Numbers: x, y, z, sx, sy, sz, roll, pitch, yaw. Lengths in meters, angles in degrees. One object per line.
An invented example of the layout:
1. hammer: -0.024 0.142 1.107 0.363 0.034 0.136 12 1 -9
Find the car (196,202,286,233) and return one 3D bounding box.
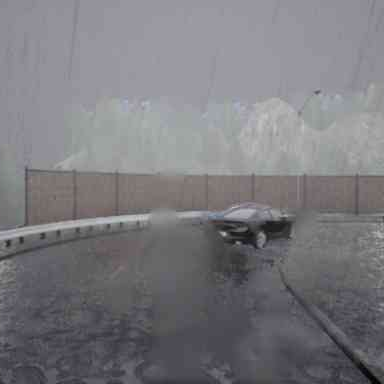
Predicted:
1. car: 2.735 1.316 18.421 4.674 1.442 1.812 0 0 -22

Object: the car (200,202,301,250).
1. car: 2.720 1.321 13.737 1.882 1.535 5.008 -2 -1 41
